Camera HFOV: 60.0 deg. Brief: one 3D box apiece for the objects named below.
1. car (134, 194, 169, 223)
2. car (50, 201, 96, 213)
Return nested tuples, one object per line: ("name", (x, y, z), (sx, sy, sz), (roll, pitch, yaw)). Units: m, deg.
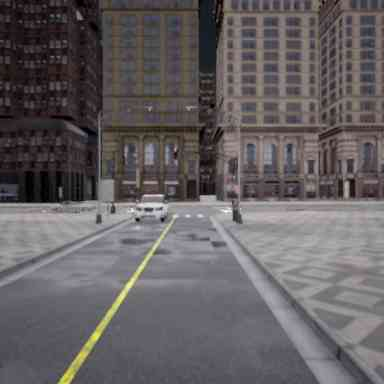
("car", (-3.033, 1.207, 26.091), (2.150, 2.045, 5.566), (0, 0, 0))
("car", (-13.226, 1.655, 37.275), (4.718, 1.301, 1.895), (0, 0, 0))
